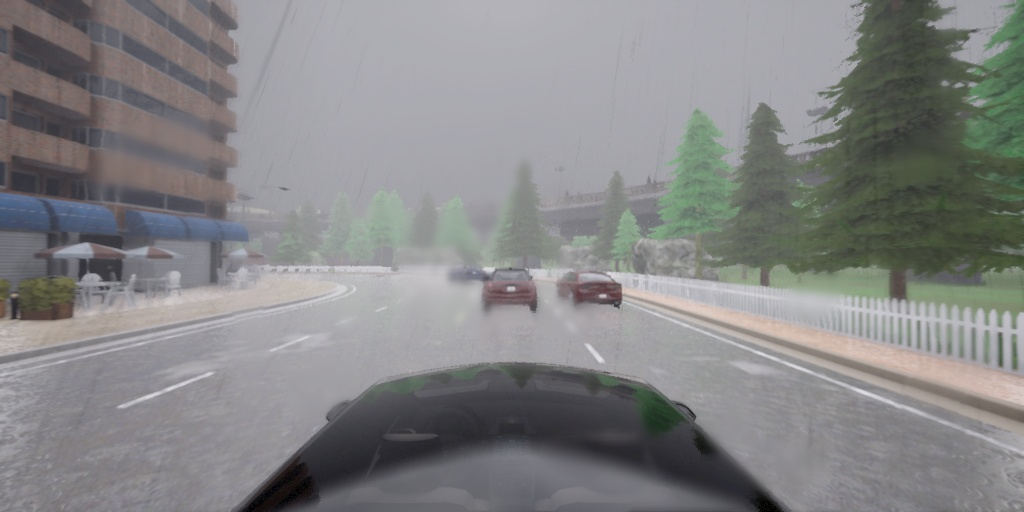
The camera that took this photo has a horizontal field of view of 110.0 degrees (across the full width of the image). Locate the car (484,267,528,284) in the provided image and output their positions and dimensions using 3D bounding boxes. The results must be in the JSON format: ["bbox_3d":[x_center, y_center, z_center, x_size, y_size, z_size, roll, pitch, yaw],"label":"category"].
[{"bbox_3d":[-0.655,1.676,31.671,1.895,1.301,4.718,0,-1,-29],"label":"car"}]

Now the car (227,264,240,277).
[{"bbox_3d":[-33.848,1.710,39.718,5.357,1.411,2.033,0,-1,1],"label":"car"}]

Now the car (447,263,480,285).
[{"bbox_3d":[-3.923,1.412,30.327,2.097,1.767,4.553,0,-1,-29],"label":"car"}]

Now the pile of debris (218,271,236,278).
[{"bbox_3d":[-37.836,2.414,46.717,1.860,0.140,1.500,0,0,0],"label":"pile of debris"}]

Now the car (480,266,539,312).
[{"bbox_3d":[-0.146,1.248,15.250,2.097,1.767,4.553,0,-1,-3],"label":"car"}]

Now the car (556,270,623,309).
[{"bbox_3d":[3.290,1.383,16.082,1.882,1.535,5.008,0,0,-4],"label":"car"}]

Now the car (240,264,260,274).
[{"bbox_3d":[-32.889,1.693,43.174,4.902,1.511,2.128,0,-1,2],"label":"car"}]
